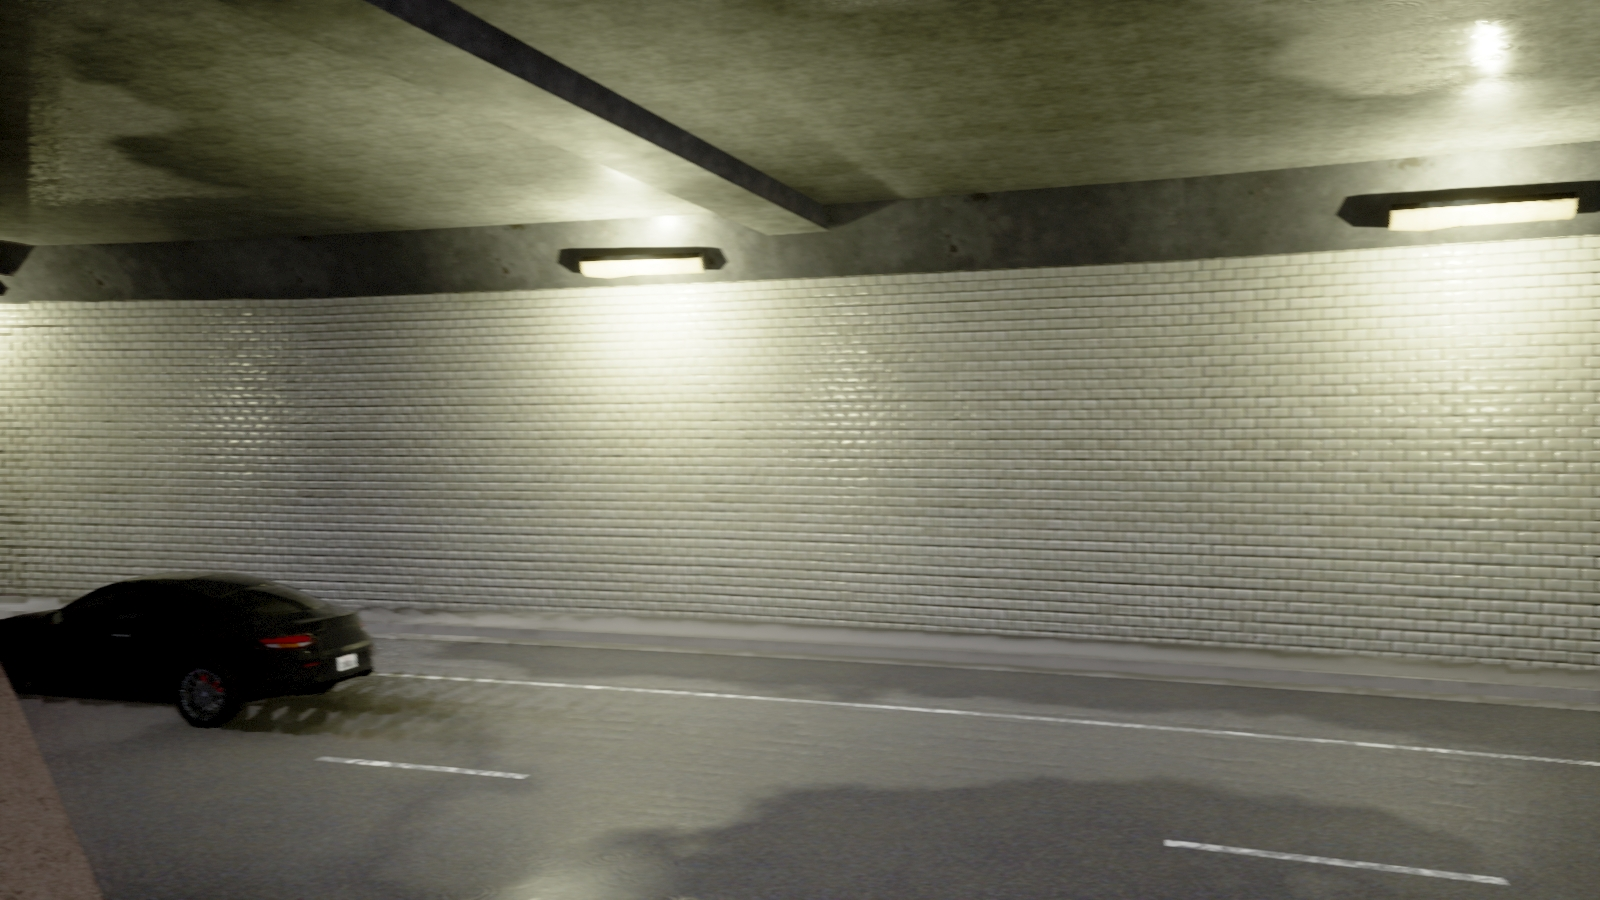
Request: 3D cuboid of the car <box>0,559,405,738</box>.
[{"bbox_3d":[-7.019,2.078,12.629,4.674,1.442,2.002,0,0,14],"label":"car"}]
